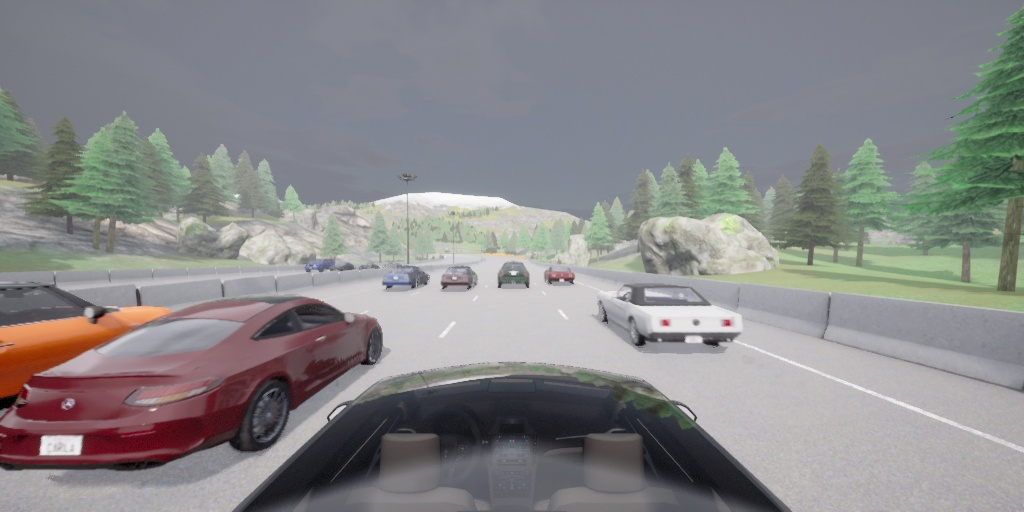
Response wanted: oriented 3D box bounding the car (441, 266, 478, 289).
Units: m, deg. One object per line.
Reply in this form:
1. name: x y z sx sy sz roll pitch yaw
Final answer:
1. car: -3.394 1.373 23.672 2.033 1.411 5.357 0 0 0

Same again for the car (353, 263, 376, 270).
1. car: -20.988 1.719 52.475 1.994 1.385 4.181 0 -1 0

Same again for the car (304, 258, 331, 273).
1. car: -27.986 1.366 52.586 2.150 2.045 5.566 0 -1 0

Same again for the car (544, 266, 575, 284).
1. car: 3.608 1.464 28.069 1.895 1.301 4.718 0 -1 0

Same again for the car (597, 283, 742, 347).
1. car: 3.602 1.355 9.308 1.895 1.301 4.718 0 0 0

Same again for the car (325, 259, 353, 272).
1. car: -24.494 1.623 51.849 1.882 1.535 5.008 0 -1 0

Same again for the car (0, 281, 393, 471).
1. car: -3.399 1.275 5.007 1.812 1.442 4.674 0 0 0

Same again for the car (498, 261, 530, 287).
1. car: 0.108 1.190 25.262 2.097 1.767 4.553 0 -1 0

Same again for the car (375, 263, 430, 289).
1. car: -6.893 1.374 23.775 2.033 1.411 5.357 0 0 0

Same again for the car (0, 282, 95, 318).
1. car: -6.901 1.102 4.664 2.097 1.767 4.553 0 0 0
